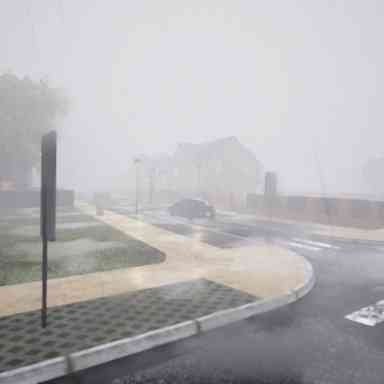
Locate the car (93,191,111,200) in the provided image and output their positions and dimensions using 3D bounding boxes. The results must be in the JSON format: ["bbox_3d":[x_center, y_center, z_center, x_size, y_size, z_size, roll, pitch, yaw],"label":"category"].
[{"bbox_3d":[-13.275,0.504,49.175,1.994,1.385,4.181,1,1,-26],"label":"car"}]

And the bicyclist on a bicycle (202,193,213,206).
[{"bbox_3d":[1.064,0.868,26.774,1.656,1.620,0.582,0,1,-26],"label":"bicyclist on a bicycle"}]

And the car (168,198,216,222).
[{"bbox_3d":[-0.047,1.133,22.500,1.812,1.442,4.674,1,1,-27],"label":"car"}]
